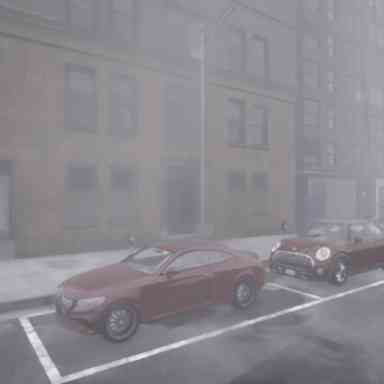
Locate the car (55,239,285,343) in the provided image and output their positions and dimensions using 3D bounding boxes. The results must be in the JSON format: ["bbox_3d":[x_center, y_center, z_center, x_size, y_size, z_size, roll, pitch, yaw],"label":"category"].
[{"bbox_3d":[-0.369,1.613,6.396,4.206,1.307,1.802,1,-1,-35],"label":"car"}]

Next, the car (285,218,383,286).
[{"bbox_3d":[4.113,1.524,9.595,4.097,1.590,1.967,1,-1,-35],"label":"car"}]
